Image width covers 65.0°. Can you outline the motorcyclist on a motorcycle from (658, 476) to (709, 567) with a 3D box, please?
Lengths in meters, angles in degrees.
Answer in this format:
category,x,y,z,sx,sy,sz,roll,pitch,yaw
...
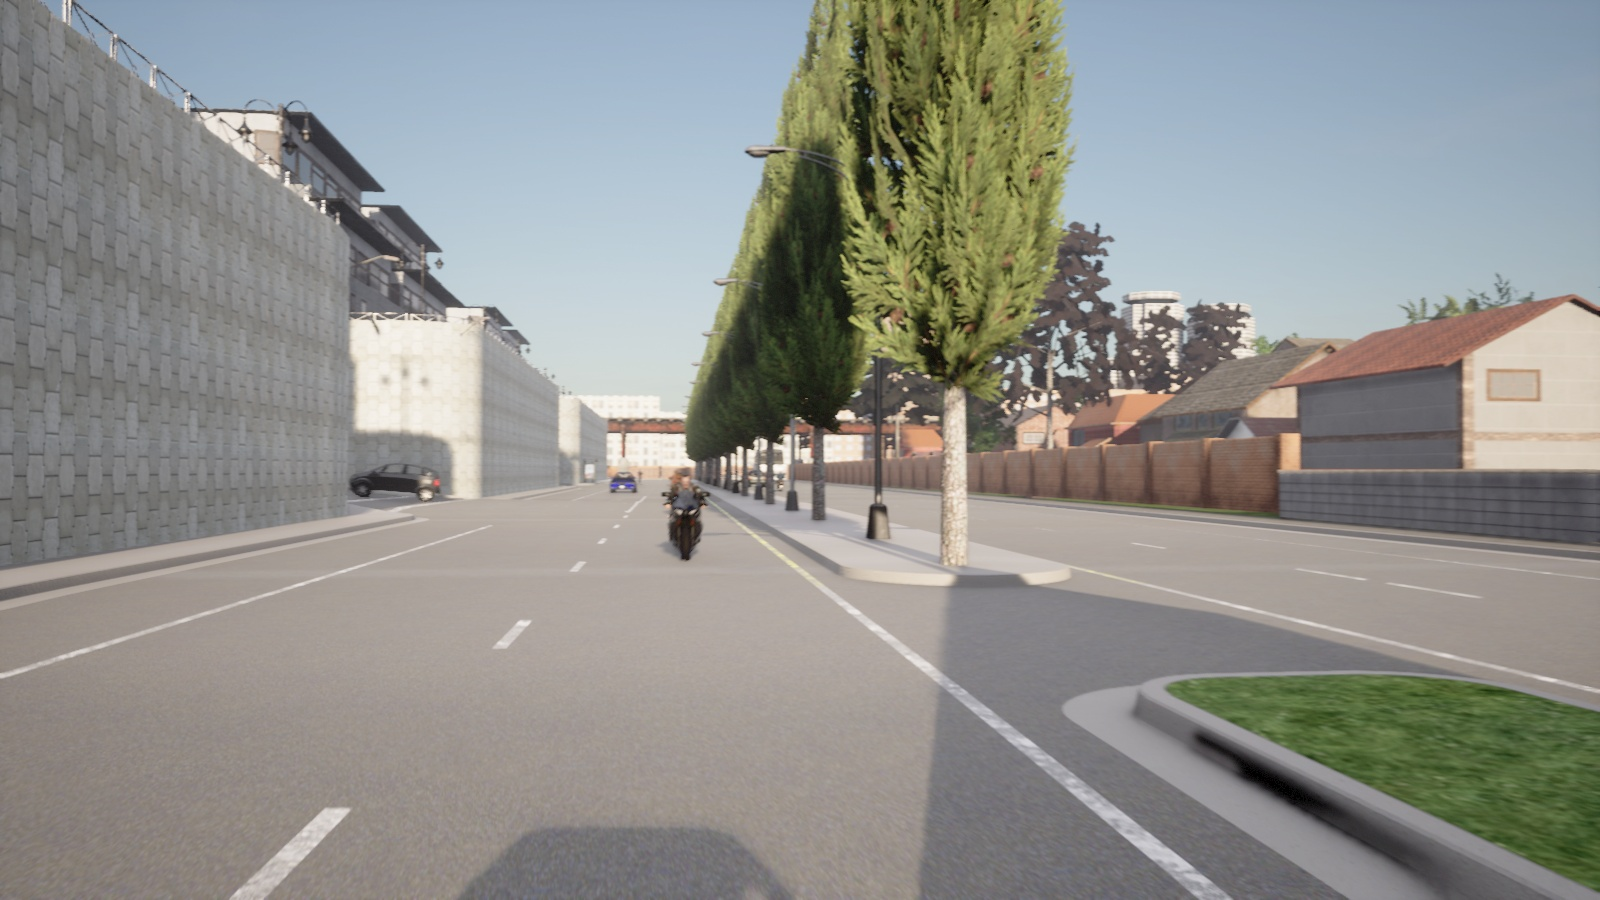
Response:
category,x,y,z,sx,sy,sz,roll,pitch,yaw
motorcyclist on a motorcycle,-2.101,1.242,22.520,0.866,1.530,2.191,0,-1,-6

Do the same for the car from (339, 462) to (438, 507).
category,x,y,z,sx,sy,sz,roll,pitch,yaw
car,-17.202,1.438,52.650,3.705,1.549,1.789,5,-1,-14

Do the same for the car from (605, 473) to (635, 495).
category,x,y,z,sx,sy,sz,roll,pitch,yaw
car,-12.474,2.375,87.355,1.816,1.474,4.193,0,-1,-5
